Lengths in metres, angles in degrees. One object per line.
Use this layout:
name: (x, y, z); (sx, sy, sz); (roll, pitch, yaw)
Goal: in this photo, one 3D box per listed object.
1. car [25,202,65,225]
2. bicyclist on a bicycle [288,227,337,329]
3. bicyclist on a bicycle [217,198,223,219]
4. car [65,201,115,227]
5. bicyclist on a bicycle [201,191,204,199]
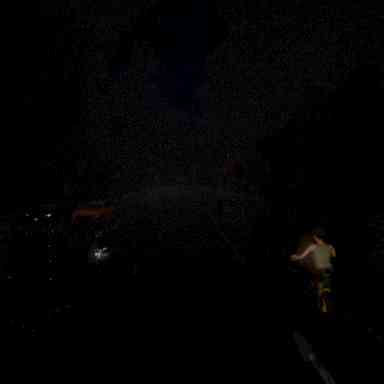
car: (-9.825, 1.439, 23.270); (1.812, 1.442, 4.674); (0, 0, 0)
bicyclist on a bicycle: (2.218, 1.424, 5.929); (0.866, 1.612, 1.509); (0, 0, 0)
bicyclist on a bicycle: (2.276, 1.344, 26.805); (0.582, 1.620, 1.656); (0, 0, 0)
car: (-6.577, 1.396, 22.580); (1.882, 1.535, 5.008); (0, 0, 0)
bicyclist on a bicycle: (2.330, 0.702, 74.054); (0.659, 1.776, 1.843); (0, 1, 0)
